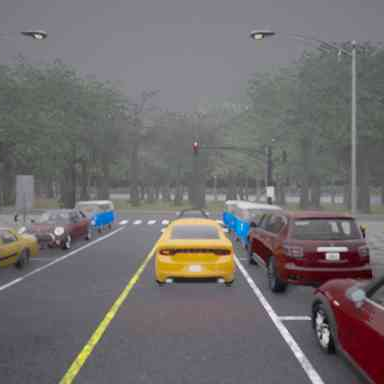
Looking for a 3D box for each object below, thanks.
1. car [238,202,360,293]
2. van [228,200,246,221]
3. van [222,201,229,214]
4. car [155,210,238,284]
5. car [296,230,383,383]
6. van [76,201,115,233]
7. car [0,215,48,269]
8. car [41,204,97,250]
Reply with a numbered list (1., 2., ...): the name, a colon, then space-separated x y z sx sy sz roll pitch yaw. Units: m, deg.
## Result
1. car: 2.753 1.352 8.904 2.192 1.841 5.009 0 0 0
2. van: 2.748 1.401 14.342 1.690 1.788 3.998 0 0 0
3. van: 2.743 1.424 19.779 1.690 1.788 3.998 0 0 0
4. car: 0.077 1.518 9.697 1.882 1.535 5.008 0 0 0
5. car: 2.759 1.455 3.466 1.967 1.590 4.097 0 0 0
6. van: -5.782 1.424 19.771 1.690 1.788 3.998 0 0 0
7. car: -5.771 1.562 8.725 1.752 1.417 4.829 0 0 0
8. car: -5.777 1.500 14.333 1.967 1.590 4.097 0 0 0
